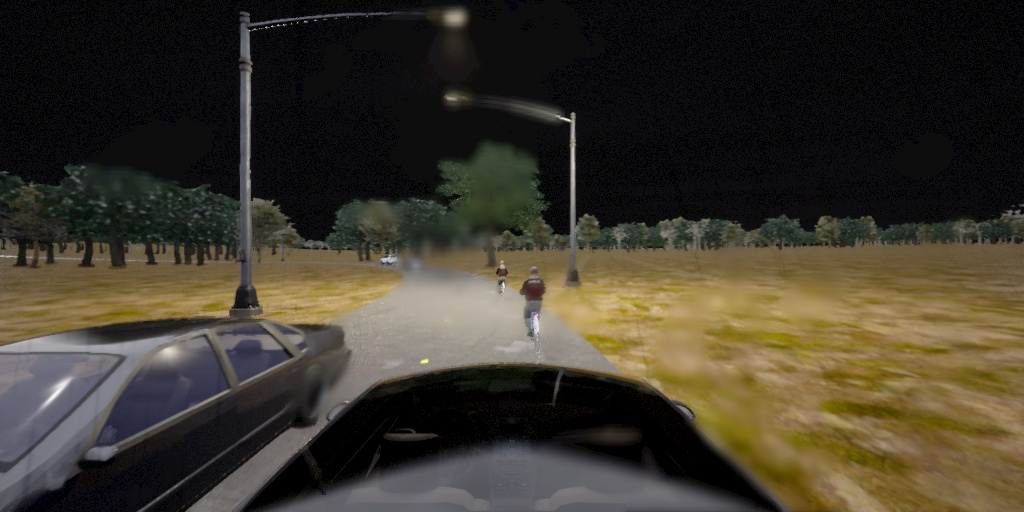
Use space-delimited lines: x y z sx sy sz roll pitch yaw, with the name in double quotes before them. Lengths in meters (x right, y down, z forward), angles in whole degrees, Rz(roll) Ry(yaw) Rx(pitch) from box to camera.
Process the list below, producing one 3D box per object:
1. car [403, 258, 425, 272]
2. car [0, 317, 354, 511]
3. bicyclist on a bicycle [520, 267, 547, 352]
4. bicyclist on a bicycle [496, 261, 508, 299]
"car" -11.722 1.146 43.277 2.128 1.511 4.902 0 0 -23
"car" -3.175 1.298 2.917 2.033 1.411 5.357 0 0 -1
"bicyclist on a bicycle" 0.477 1.117 8.060 0.659 1.776 1.843 0 0 -4
"bicyclist on a bicycle" -0.486 1.110 17.128 0.659 1.776 1.843 0 0 -8
